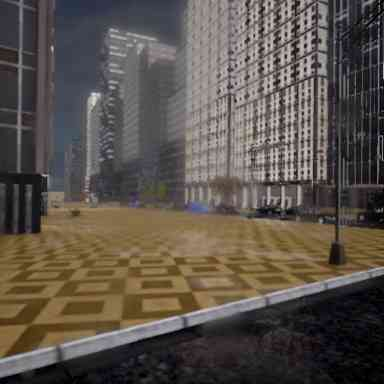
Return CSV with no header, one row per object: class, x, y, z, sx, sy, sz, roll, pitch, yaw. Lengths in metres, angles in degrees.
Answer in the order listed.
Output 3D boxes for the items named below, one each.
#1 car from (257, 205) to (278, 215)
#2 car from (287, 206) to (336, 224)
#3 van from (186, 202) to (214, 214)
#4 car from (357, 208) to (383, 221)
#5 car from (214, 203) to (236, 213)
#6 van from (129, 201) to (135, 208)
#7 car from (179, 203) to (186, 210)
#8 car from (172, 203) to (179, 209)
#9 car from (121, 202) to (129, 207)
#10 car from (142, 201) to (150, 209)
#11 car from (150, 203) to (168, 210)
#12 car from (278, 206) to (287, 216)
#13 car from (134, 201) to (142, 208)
car,11.151,2.552,47.903,1.947,1.339,4.313,0,-1,-25
car,10.801,2.080,29.070,2.008,1.369,4.403,0,-1,-25
van,1.168,2.314,49.405,1.690,1.788,3.998,0,-1,-25
car,18.374,2.205,32.655,2.008,1.369,4.403,0,-1,-25
car,5.258,2.616,54.128,1.837,1.490,4.892,1,-1,-25
van,-13.278,3.008,79.899,1.690,1.788,3.998,0,-1,-25
car,-0.317,2.937,65.855,1.994,1.385,4.181,1,-2,-25
car,-3.295,3.256,78.399,1.802,1.307,4.206,0,-1,-25
car,-18.091,3.449,90.061,1.887,1.381,4.507,0,-1,-25
car,-8.389,2.954,69.579,1.752,1.417,4.829,0,-1,-25
car,-6.053,2.867,64.649,2.008,1.369,4.403,0,-1,-25
car,13.559,2.440,42.821,1.947,1.339,4.313,0,-1,-25
car,-10.869,3.094,74.814,1.887,1.381,4.507,0,-1,-25
